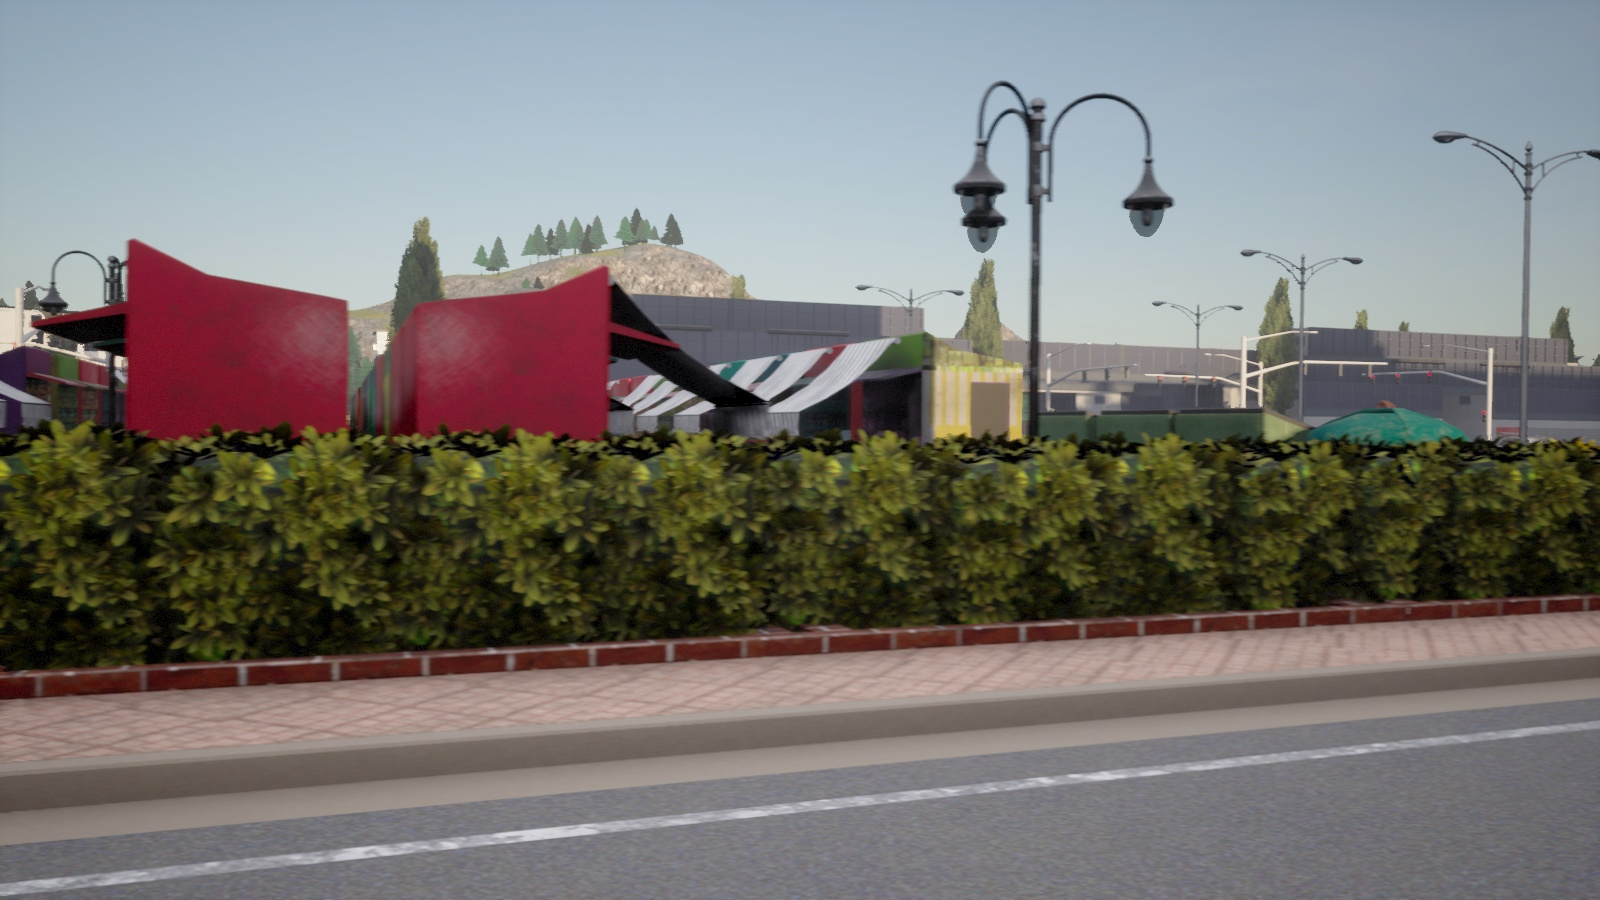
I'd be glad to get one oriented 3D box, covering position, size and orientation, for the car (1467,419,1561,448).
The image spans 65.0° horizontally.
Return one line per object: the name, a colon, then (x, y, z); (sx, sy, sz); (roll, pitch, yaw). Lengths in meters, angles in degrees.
car: (43.518, -1.020, 76.633); (2.242, 1.667, 4.611); (-1, 1, -20)
